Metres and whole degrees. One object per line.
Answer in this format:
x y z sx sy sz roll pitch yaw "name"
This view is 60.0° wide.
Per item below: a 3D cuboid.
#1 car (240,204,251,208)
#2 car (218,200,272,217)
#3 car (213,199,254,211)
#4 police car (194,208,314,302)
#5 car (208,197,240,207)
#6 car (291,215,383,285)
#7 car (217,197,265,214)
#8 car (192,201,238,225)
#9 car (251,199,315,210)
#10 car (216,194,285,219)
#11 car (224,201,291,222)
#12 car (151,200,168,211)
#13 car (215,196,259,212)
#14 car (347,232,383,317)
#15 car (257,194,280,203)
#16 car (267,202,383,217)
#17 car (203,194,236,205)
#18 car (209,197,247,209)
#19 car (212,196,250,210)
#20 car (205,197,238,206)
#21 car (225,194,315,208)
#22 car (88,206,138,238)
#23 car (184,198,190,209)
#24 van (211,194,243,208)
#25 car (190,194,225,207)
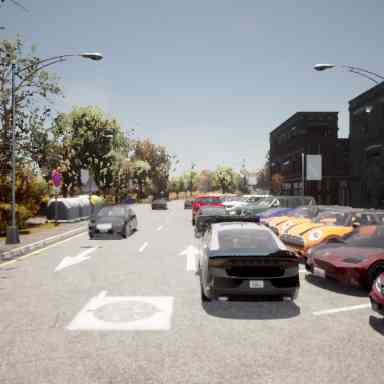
5.257 1.538 17.666 4.674 1.452 2.002 1 0 -20 "car"
5.219 1.560 32.660 4.792 1.488 2.163 1 0 -20 "car"
5.232 1.601 41.684 4.674 1.452 2.002 1 0 -20 "car"
1.133 1.428 8.469 1.930 1.638 5.238 0 0 0 "police car"
5.200 1.647 53.698 4.674 1.452 2.002 1 0 -20 "car"
5.250 1.518 8.648 4.792 1.488 2.163 1 0 -20 "car"
5.209 1.414 35.675 4.553 1.767 2.185 1 0 -20 "car"
1.108 1.491 18.359 1.882 1.535 5.008 0 0 0 "car"
5.298 1.369 14.669 4.553 1.767 2.185 1 0 -20 "car"
5.225 1.271 29.661 5.566 2.045 2.435 1 0 -20 "car"
5.222 1.545 26.659 4.792 1.488 2.163 1 0 -20 "car"
-4.167 1.680 42.815 1.895 1.301 4.718 0 0 0 "car"
5.205 1.424 38.676 4.553 1.767 2.185 1 0 -20 "car"
5.289 1.527 5.656 4.674 1.452 2.002 1 0 -20 "car"
18.074 1.464 78.777 2.435 2.045 5.566 0 0 -22 "car"
5.303 1.366 11.668 4.553 1.767 2.185 1 0 -20 "car"
5.171 1.391 62.734 5.566 2.045 2.435 1 0 -20 "car"
5.209 1.583 47.696 5.008 1.535 2.097 1 -1 -20 "car"
5.259 1.447 44.693 4.553 1.767 2.185 1 0 -20 "car"
5.006 1.613 56.639 5.366 1.575 1.946 1 0 -20 "car"
5.247 1.251 20.644 5.566 2.045 2.435 1 0 -20 "car"
-4.065 1.504 17.703 2.128 1.511 4.902 0 0 0 "car"
-0.129 1.587 46.917 2.128 1.511 4.902 0 0 0 "car"
5.318 1.371 50.742 4.442 1.987 1.878 1 -1 -20 "van"
1.097 1.250 24.390 2.150 2.045 5.566 0 0 0 "car"
